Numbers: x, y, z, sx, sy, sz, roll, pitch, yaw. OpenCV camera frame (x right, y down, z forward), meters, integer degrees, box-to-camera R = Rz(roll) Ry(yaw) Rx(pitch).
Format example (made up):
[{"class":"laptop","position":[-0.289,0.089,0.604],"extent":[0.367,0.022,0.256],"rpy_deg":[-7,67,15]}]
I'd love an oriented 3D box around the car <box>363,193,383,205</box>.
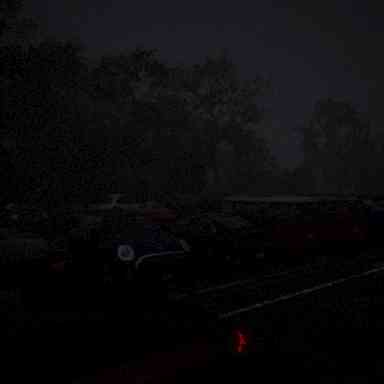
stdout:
[{"class":"car","position":[26.265,0.939,45.446],"extent":[2.163,1.488,4.792],"rpy_deg":[-1,1,-36]}]

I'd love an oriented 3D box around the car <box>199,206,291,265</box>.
[{"class":"car","position":[0.420,1.427,10.833],"extent":[2.231,1.521,4.892],"rpy_deg":[-1,0,-36]}]

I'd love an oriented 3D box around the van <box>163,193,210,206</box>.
[{"class":"van","position":[-0.882,1.137,26.135],"extent":[1.878,1.987,4.442],"rpy_deg":[-1,0,-36]}]

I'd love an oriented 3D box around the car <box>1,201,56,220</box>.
[{"class":"car","position":[-9.862,1.328,19.606],"extent":[2.185,1.767,4.553],"rpy_deg":[-1,0,-36]}]

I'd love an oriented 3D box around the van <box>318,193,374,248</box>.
[{"class":"van","position":[4.907,1.154,14.194],"extent":[1.878,1.987,4.442],"rpy_deg":[-1,0,-36]}]

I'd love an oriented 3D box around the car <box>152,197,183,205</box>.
[{"class":"car","position":[-3.177,1.383,24.578],"extent":[1.946,1.575,5.366],"rpy_deg":[-1,0,-36]}]

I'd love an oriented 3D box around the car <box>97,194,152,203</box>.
[{"class":"car","position":[-5.345,1.157,22.834],"extent":[2.435,2.045,5.566],"rpy_deg":[-1,0,-36]}]

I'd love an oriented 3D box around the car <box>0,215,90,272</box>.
[{"class":"car","position":[-4.142,1.511,7.575],"extent":[2.002,1.452,4.674],"rpy_deg":[-1,0,-36]}]

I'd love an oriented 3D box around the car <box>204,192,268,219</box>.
[{"class":"car","position":[3.718,1.062,29.247],"extent":[2.435,2.045,5.566],"rpy_deg":[-1,0,-36]}]

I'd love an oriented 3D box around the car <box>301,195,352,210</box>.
[{"class":"car","position":[15.000,1.133,37.345],"extent":[2.231,1.521,4.892],"rpy_deg":[-1,1,-36]}]

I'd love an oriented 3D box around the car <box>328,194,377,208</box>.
[{"class":"car","position":[19.507,1.043,40.583],"extent":[2.097,1.535,5.008],"rpy_deg":[-1,1,-36]}]

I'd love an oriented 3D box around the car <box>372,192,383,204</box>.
[{"class":"car","position":[28.646,0.862,46.886],"extent":[1.946,1.575,5.366],"rpy_deg":[-1,1,-36]}]

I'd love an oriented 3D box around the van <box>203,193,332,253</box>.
[{"class":"van","position":[2.627,1.177,12.563],"extent":[1.878,1.987,4.442],"rpy_deg":[-1,0,-36]}]

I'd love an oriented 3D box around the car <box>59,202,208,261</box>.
[{"class":"car","position":[-1.882,1.323,9.233],"extent":[2.185,1.767,4.553],"rpy_deg":[-1,0,-36]}]

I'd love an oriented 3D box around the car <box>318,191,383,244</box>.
[{"class":"car","position":[7.272,1.106,15.708],"extent":[2.435,2.045,5.566],"rpy_deg":[-1,0,-36]}]

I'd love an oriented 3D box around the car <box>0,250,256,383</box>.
[{"class":"car","position":[-1.462,1.562,2.642],"extent":[4.181,1.385,1.994],"rpy_deg":[-1,0,-36]}]

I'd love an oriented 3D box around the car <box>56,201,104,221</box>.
[{"class":"car","position":[-7.567,1.461,21.174],"extent":[2.163,1.488,4.792],"rpy_deg":[-1,0,-36]}]

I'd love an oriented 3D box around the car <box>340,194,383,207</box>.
[{"class":"car","position":[21.764,0.998,42.198],"extent":[2.097,1.535,5.008],"rpy_deg":[-1,1,-36]}]

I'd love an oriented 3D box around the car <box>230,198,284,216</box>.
[{"class":"car","position":[5.944,1.313,30.910],"extent":[2.163,1.488,4.792],"rpy_deg":[-1,0,-36]}]

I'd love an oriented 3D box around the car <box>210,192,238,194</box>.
[{"class":"car","position":[1.427,1.089,27.678],"extent":[2.435,2.045,5.566],"rpy_deg":[-1,0,-36]}]
